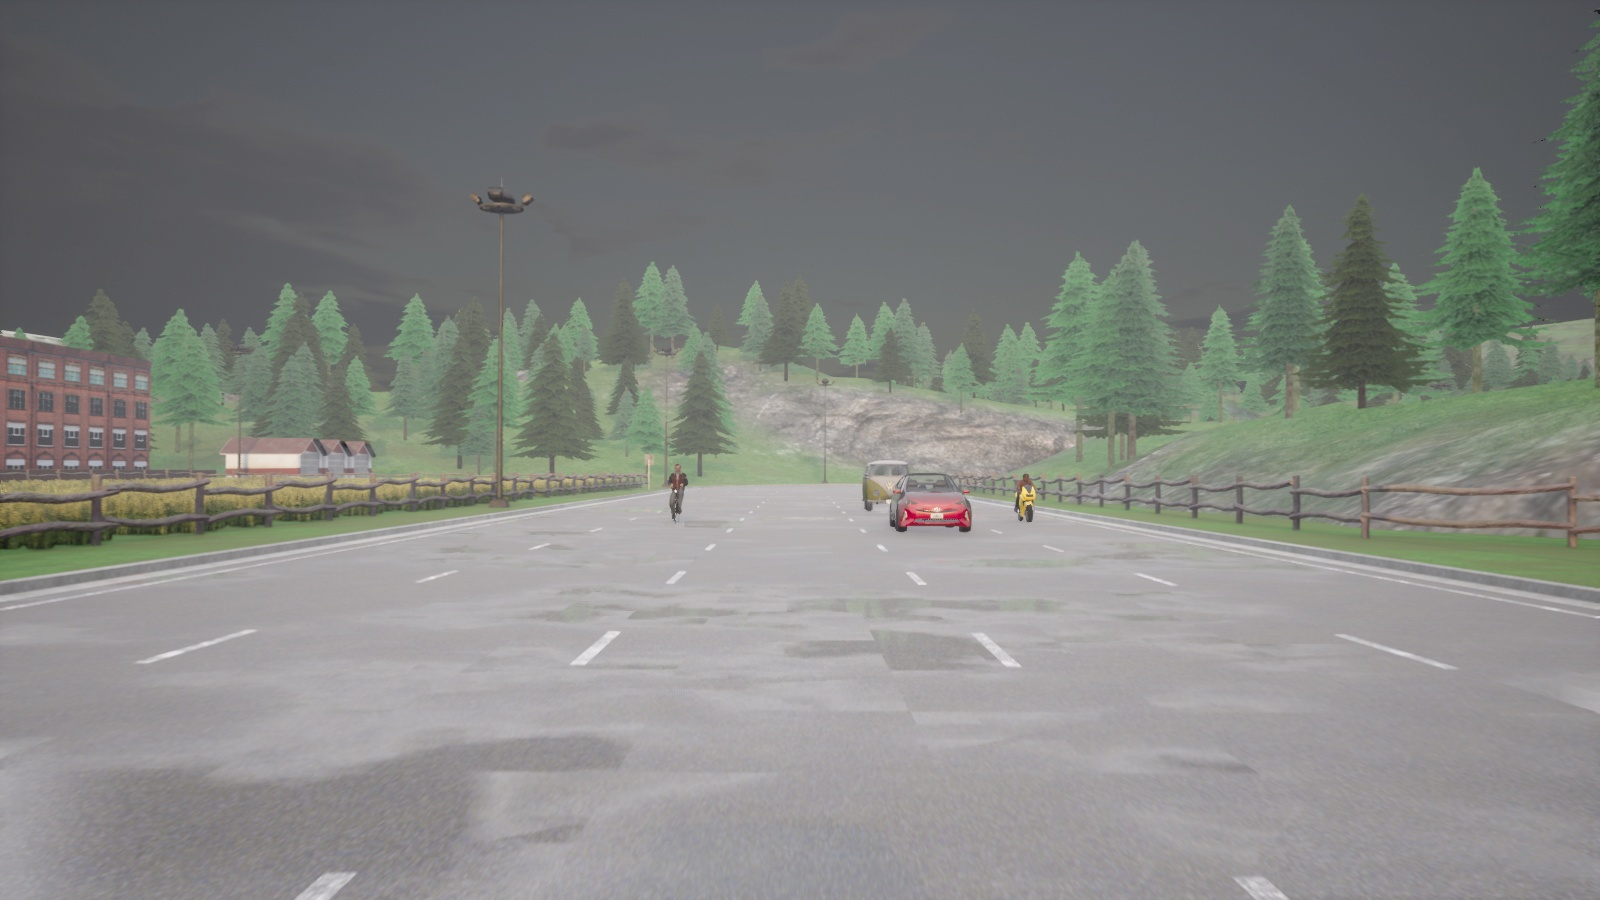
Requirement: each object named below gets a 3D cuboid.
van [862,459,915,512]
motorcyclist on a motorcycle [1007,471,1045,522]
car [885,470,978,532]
[{"bbox_3d":[3.423,1.383,49.368,1.775,1.987,4.442,0,-1,0],"label":"van"},{"bbox_3d":[6.918,1.414,38.523,0.797,1.523,2.044,0,-1,0],"label":"motorcyclist on a motorcycle"},{"bbox_3d":[3.420,1.309,33.520,2.007,1.525,4.514,0,-1,0],"label":"car"}]
